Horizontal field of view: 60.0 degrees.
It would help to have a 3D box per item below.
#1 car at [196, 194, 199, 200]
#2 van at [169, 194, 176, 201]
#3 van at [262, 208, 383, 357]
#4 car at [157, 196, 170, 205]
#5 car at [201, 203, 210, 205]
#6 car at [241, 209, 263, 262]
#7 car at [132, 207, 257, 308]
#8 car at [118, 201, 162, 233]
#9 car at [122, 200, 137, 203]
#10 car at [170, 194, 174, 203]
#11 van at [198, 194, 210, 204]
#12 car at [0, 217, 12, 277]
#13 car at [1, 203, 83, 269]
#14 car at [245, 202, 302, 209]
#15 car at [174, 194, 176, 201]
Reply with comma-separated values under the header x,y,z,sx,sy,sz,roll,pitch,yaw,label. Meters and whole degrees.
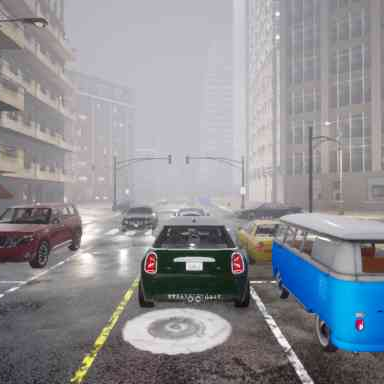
x,y,z,sx,sy,sz,roll,pitch,yaw,label
2.424,1.704,82.618,1.887,1.381,4.507,0,0,0,car
-5.475,1.542,93.709,1.690,1.788,3.998,0,0,0,van
2.561,1.343,5.878,1.690,1.788,3.998,0,0,0,van
-5.417,1.613,60.225,1.752,1.417,4.829,0,0,0,car
-0.030,1.536,17.141,1.812,1.442,4.674,0,0,0,car
2.549,1.531,11.584,1.752,1.417,4.829,0,0,0,car
0.050,1.355,8.098,2.097,1.767,4.553,0,0,0,car
-3.015,1.518,19.976,1.837,1.490,4.892,0,0,-2,car
-6.765,1.618,38.018,1.994,1.385,4.181,0,-1,-43,car
-5.436,1.561,71.501,1.967,1.590,4.097,0,0,0,car
2.464,1.429,60.409,1.690,1.788,3.998,0,0,0,van
-5.320,1.442,5.858,1.967,1.590,4.097,0,0,0,car
-5.329,1.320,11.394,2.192,1.841,5.009,0,0,0,car
5.924,1.491,25.821,5.357,1.411,2.033,-1,0,-7,car
-5.447,1.705,77.053,1.947,1.339,4.313,0,0,0,car
